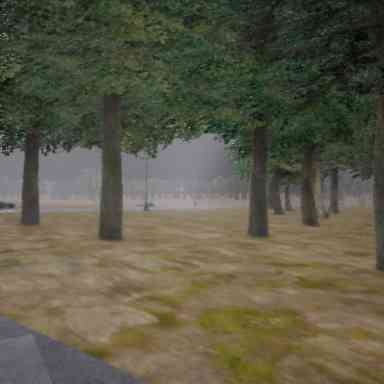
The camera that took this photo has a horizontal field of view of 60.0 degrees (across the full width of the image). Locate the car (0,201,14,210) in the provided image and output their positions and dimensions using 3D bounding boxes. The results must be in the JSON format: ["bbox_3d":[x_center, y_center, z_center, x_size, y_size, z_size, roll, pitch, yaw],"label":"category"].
[{"bbox_3d":[-28.255,1.880,47.494,1.895,1.301,4.718,0,-1,37],"label":"car"}]

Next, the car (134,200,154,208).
[{"bbox_3d":[-10.233,2.494,71.655,2.097,1.767,4.553,0,-1,37],"label":"car"}]
